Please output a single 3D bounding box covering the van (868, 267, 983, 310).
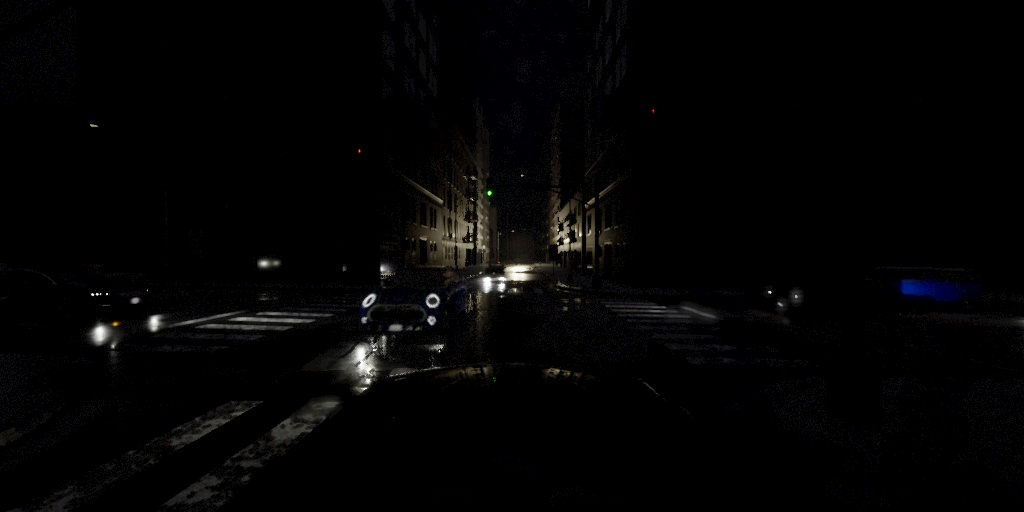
[{"bbox_3d":[17.948,1.382,15.807,3.998,1.789,1.690,0,0,2],"label":"van"}]

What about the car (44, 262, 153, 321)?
[{"bbox_3d":[-13.892,1.058,10.977,4.902,1.511,2.128,1,0,2],"label":"car"}]

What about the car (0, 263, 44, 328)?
[{"bbox_3d":[-14.695,0.885,8.254,5.009,1.841,2.192,0,0,2],"label":"car"}]

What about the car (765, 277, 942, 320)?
[{"bbox_3d":[12.363,1.566,13.401,4.718,1.301,1.895,1,0,4],"label":"car"}]

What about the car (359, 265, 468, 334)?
[{"bbox_3d":[-2.637,1.086,10.613,2.097,1.767,4.553,0,0,2],"label":"car"}]

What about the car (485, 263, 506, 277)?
[{"bbox_3d":[-1.657,1.373,36.549,1.895,1.301,4.718,0,0,2],"label":"car"}]
